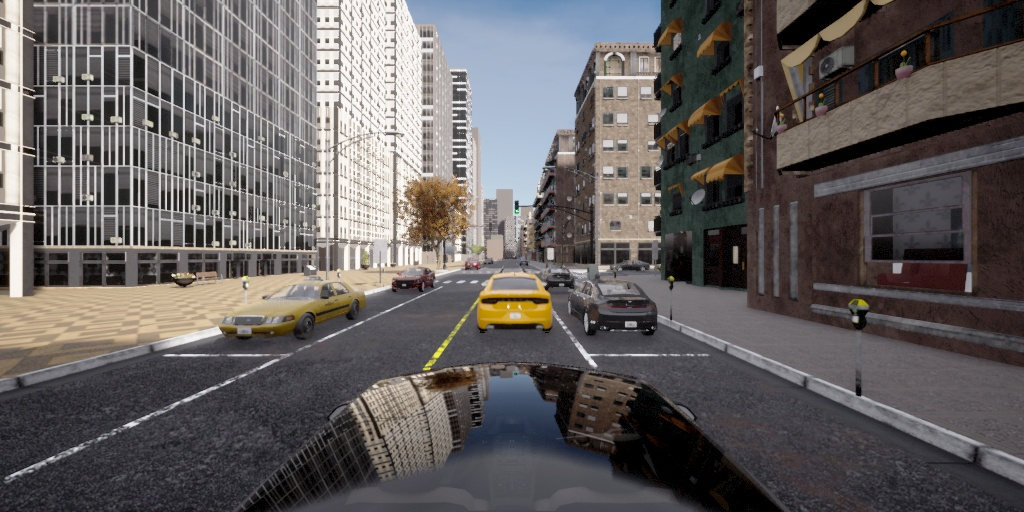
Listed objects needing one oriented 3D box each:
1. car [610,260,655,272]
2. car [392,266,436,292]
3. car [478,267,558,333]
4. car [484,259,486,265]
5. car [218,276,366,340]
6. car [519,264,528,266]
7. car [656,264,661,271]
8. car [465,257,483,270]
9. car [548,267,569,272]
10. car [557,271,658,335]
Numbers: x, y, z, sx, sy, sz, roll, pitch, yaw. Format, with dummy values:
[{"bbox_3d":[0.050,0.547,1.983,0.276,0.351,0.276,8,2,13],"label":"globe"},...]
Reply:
[{"bbox_3d":[13.345,1.120,40.748,4.403,1.370,2.007,0,0,-1],"label":"car"},{"bbox_3d":[-5.736,1.305,21.288,1.888,1.381,4.507,0,0,0],"label":"car"},{"bbox_3d":[0.068,1.231,10.821,1.882,1.535,5.008,0,0,0],"label":"car"},{"bbox_3d":[-5.823,1.373,59.198,1.948,1.339,4.313,0,0,0],"label":"car"},{"bbox_3d":[-5.710,1.279,10.053,1.751,1.417,4.829,0,0,0],"label":"car"},{"bbox_3d":[0.051,1.362,22.704,1.895,1.301,4.718,0,0,0],"label":"car"},{"bbox_3d":[18.742,1.018,40.815,4.829,1.417,1.751,0,0,-1],"label":"car"},{"bbox_3d":[-5.811,1.114,53.675,2.192,1.841,5.009,0,0,0],"label":"car"},{"bbox_3d":[2.644,1.311,21.307,2.007,1.370,4.403,0,0,0],"label":"car"},{"bbox_3d":[2.670,1.304,10.241,2.007,1.370,4.403,0,0,0],"label":"car"}]
